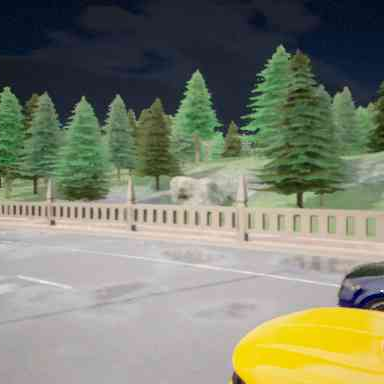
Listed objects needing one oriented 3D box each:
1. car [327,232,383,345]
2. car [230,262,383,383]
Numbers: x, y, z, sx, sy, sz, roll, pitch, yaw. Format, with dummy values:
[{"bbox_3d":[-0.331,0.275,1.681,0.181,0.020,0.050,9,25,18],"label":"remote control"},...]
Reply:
[{"bbox_3d":[4.437,1.540,4.917,4.181,1.385,1.994,0,0,36],"label":"car"},{"bbox_3d":[2.595,1.466,1.963,5.008,1.535,1.882,0,0,36],"label":"car"}]
